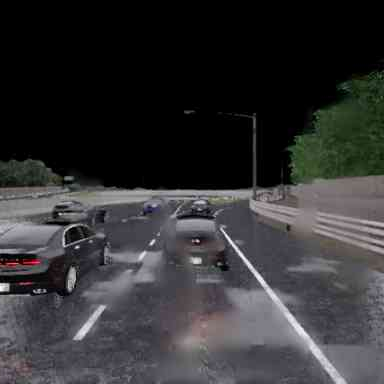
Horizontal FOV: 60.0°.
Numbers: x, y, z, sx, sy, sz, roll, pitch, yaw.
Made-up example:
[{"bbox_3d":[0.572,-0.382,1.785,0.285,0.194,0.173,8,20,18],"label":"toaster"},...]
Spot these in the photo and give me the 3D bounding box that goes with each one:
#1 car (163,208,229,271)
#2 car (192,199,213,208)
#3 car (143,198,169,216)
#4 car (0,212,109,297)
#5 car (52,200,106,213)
[{"bbox_3d":[0.103,1.497,10.892,1.837,1.490,4.892,0,0,0],"label":"car"},{"bbox_3d":[1.031,1.494,34.434,1.812,1.442,4.674,0,0,8],"label":"car"},{"bbox_3d":[-3.492,1.329,32.886,2.097,1.767,4.553,0,0,0],"label":"car"},{"bbox_3d":[-3.498,1.499,8.534,1.837,1.490,4.892,0,0,0],"label":"car"},{"bbox_3d":[-6.895,1.476,21.673,2.128,1.511,4.902,0,0,0],"label":"car"}]
